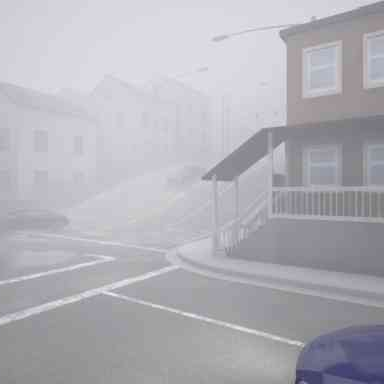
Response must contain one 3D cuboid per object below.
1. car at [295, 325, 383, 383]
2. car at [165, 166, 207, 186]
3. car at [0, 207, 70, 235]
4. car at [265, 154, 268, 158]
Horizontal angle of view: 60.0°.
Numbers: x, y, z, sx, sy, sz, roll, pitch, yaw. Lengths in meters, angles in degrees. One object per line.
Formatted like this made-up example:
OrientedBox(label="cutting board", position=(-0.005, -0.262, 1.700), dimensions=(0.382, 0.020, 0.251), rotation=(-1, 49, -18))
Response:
OrientedBox(label="car", position=(2.949, 1.526, 1.860), dimensions=(4.674, 1.442, 1.812), rotation=(0, 0, 36))
OrientedBox(label="car", position=(-0.552, -1.616, 31.262), dimensions=(1.895, 1.301, 4.718), rotation=(0, 19, 34))
OrientedBox(label="car", position=(-9.501, 1.622, 19.228), dimensions=(4.674, 1.442, 1.812), rotation=(2, -2, -43))
OrientedBox(label="car", position=(8.564, -5.174, 44.149), dimensions=(1.837, 1.490, 4.892), rotation=(0, 8, 36))
